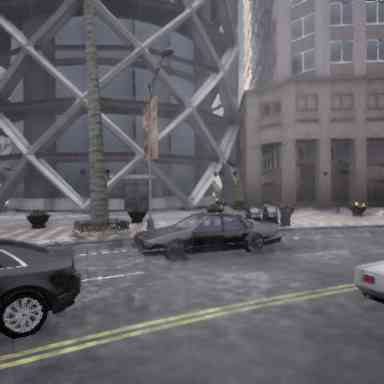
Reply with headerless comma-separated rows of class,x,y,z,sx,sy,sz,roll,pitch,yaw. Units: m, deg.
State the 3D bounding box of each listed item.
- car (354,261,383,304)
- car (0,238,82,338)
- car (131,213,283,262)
car,5.425,1.521,6.036,4.718,1.301,1.895,-1,0,-21
car,-4.245,1.515,5.069,4.892,1.490,1.837,-1,0,-34
car,0.633,1.480,11.896,5.357,1.411,2.033,-1,0,-24
